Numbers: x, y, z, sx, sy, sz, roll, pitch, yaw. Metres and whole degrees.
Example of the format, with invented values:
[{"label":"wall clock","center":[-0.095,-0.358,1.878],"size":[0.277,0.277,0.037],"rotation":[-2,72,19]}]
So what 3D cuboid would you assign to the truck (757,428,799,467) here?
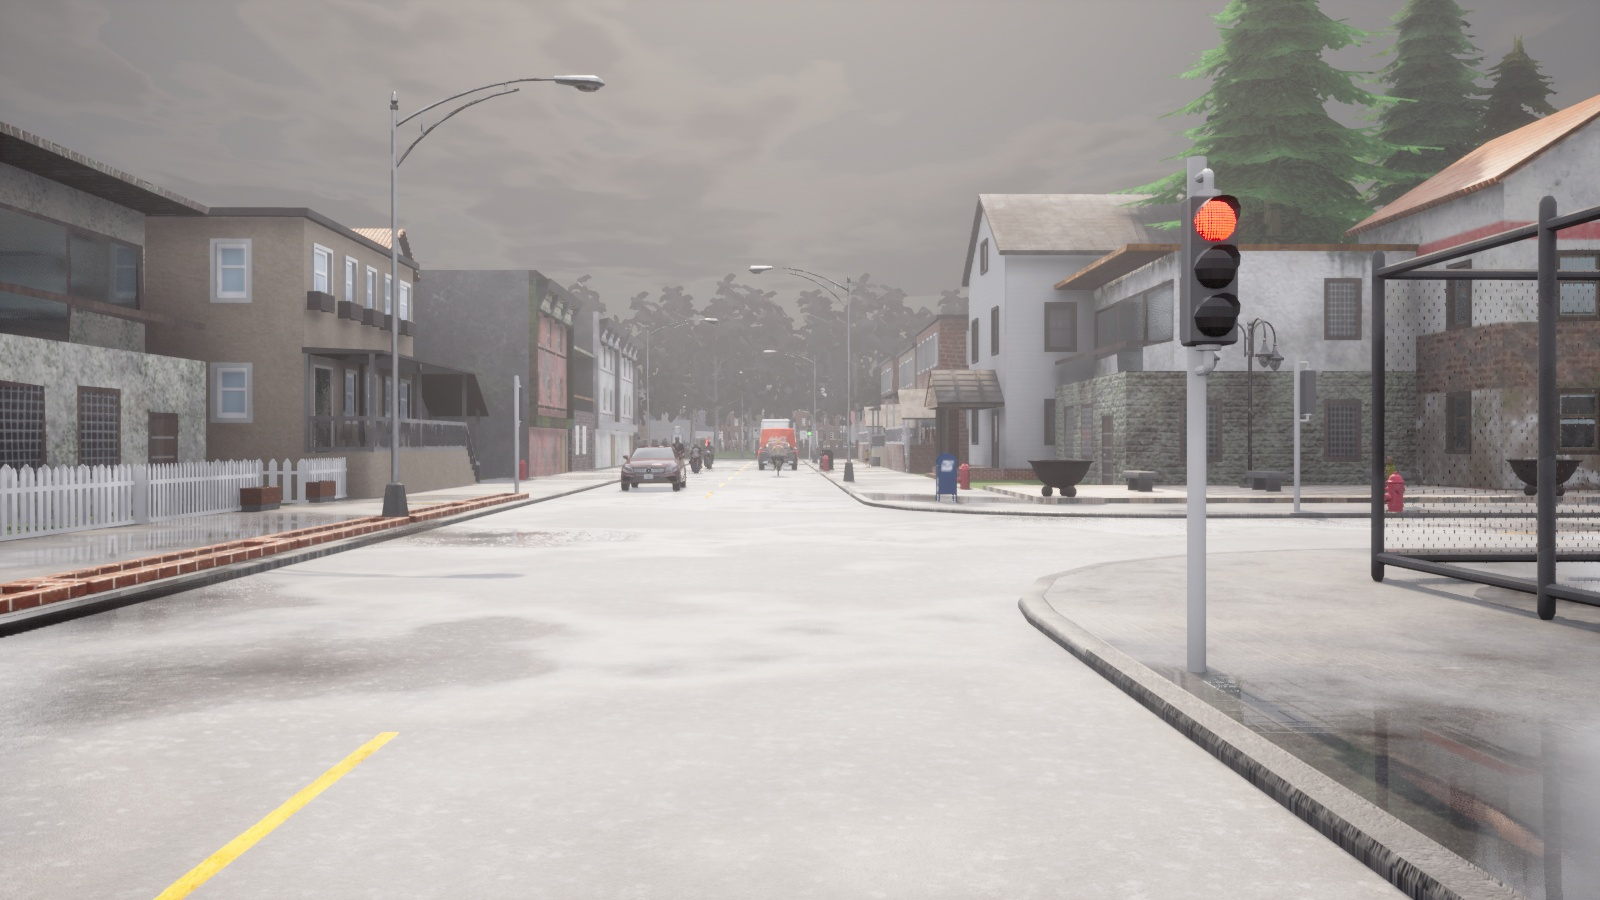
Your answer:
[{"label":"truck","center":[-1.444,-0.199,82.397],"size":[2.627,2.467,5.204],"rotation":[0,1,-1]}]

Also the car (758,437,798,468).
[{"label":"car","center":[-1.240,0.124,71.091],"size":[2.152,1.651,5.027],"rotation":[0,0,-1]}]

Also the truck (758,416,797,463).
[{"label":"truck","center":[-1.705,-0.786,97.319],"size":[2.891,3.462,7.936],"rotation":[0,0,-1]}]

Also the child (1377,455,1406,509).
[{"label":"child","center":[12.742,0.679,27.070],"size":[0.473,1.160,0.299],"rotation":[0,0,-5]}]

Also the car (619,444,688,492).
[{"label":"car","center":[-4.706,0.538,40.827],"size":[1.812,1.442,4.674],"rotation":[0,0,-2]}]

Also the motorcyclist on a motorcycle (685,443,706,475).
[{"label":"motorcyclist on a motorcycle","center":[-5.063,0.432,61.123],"size":[0.866,1.530,2.191],"rotation":[0,0,-1]}]
